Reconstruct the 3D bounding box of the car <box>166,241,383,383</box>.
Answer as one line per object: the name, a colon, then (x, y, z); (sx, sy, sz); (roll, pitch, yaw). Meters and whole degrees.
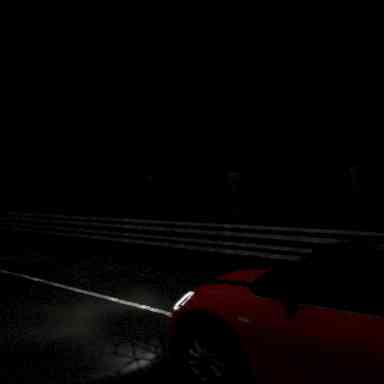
car: (1.879, 1.367, 3.802); (4.553, 1.767, 2.097); (-1, 0, 35)
